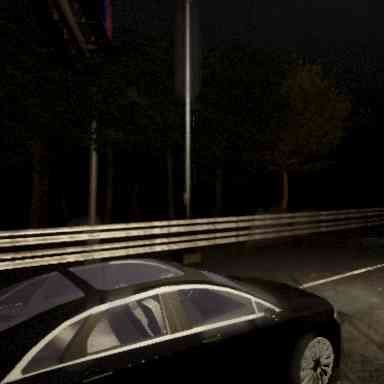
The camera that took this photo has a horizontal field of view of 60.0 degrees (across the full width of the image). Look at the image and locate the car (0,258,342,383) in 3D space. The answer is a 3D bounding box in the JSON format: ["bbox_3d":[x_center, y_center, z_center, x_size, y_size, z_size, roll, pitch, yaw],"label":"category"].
[{"bbox_3d":[-0.373,1.491,3.476,4.902,1.511,2.128,0,0,-36],"label":"car"}]
